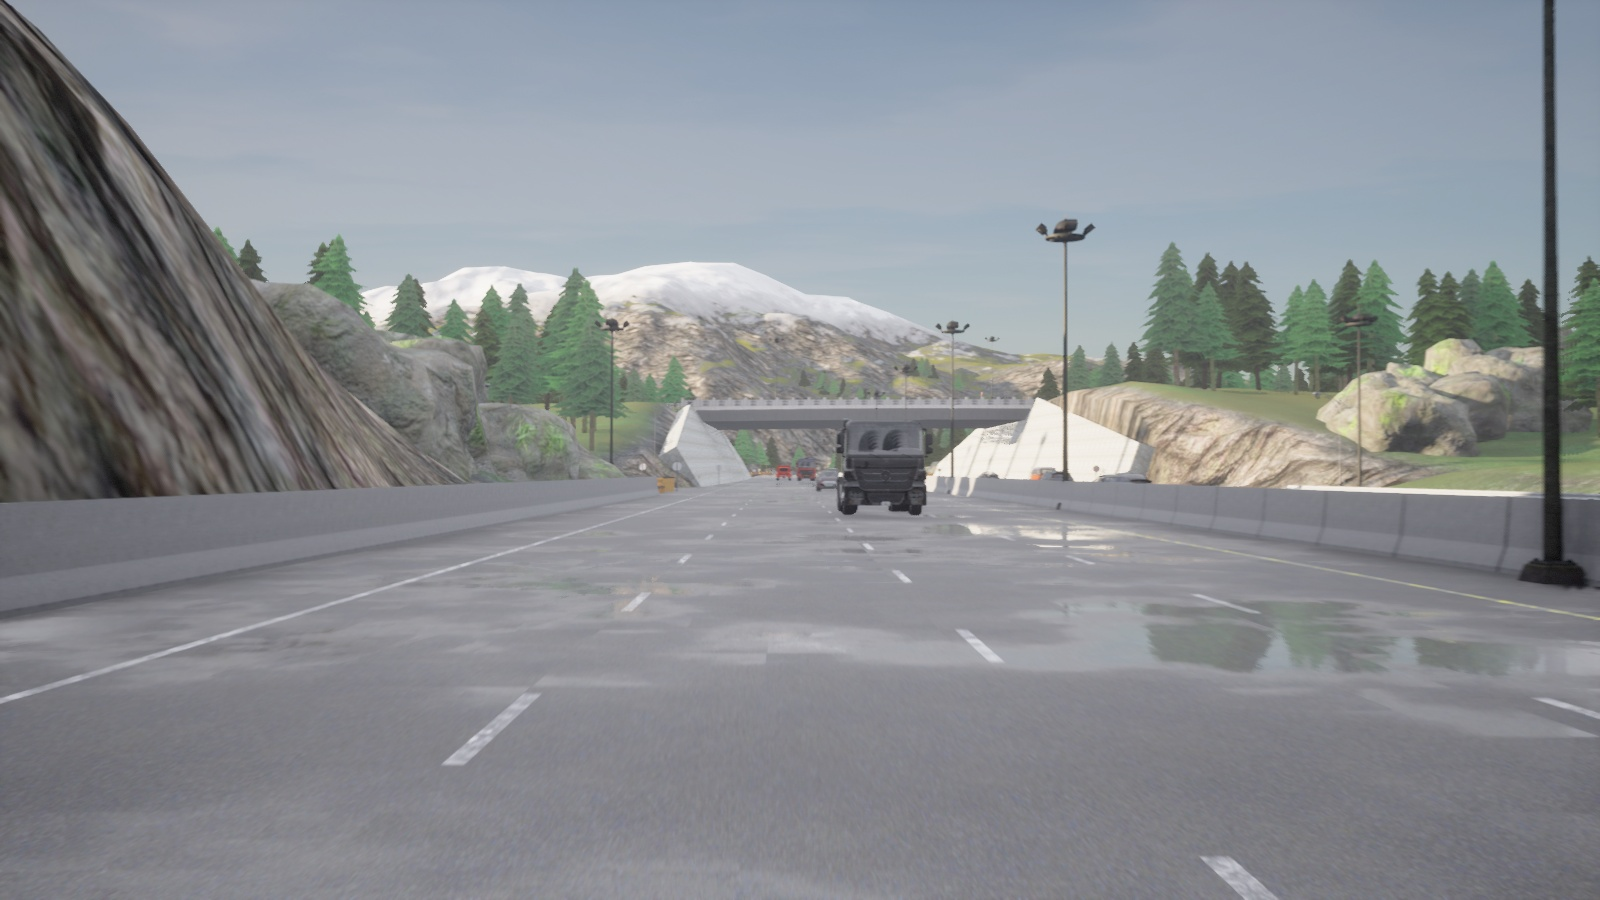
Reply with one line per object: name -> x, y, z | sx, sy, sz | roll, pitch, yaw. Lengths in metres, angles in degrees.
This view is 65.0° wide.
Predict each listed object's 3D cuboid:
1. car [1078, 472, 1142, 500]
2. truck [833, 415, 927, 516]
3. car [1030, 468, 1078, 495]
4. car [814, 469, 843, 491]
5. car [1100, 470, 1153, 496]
car -> 16.590, 1.906, 67.489 | 2.033, 1.411, 5.357 | 0, -1, -1
truck -> 2.862, 0.605, 47.117 | 2.891, 3.462, 7.936 | 0, -1, -1
car -> 16.402, 2.019, 81.236 | 2.033, 1.649, 4.856 | 0, -1, -1
car -> 2.176, 2.365, 97.674 | 2.033, 1.649, 4.856 | 0, -1, -1
car -> 19.961, 1.977, 76.945 | 1.882, 1.535, 5.008 | 0, -1, -1
